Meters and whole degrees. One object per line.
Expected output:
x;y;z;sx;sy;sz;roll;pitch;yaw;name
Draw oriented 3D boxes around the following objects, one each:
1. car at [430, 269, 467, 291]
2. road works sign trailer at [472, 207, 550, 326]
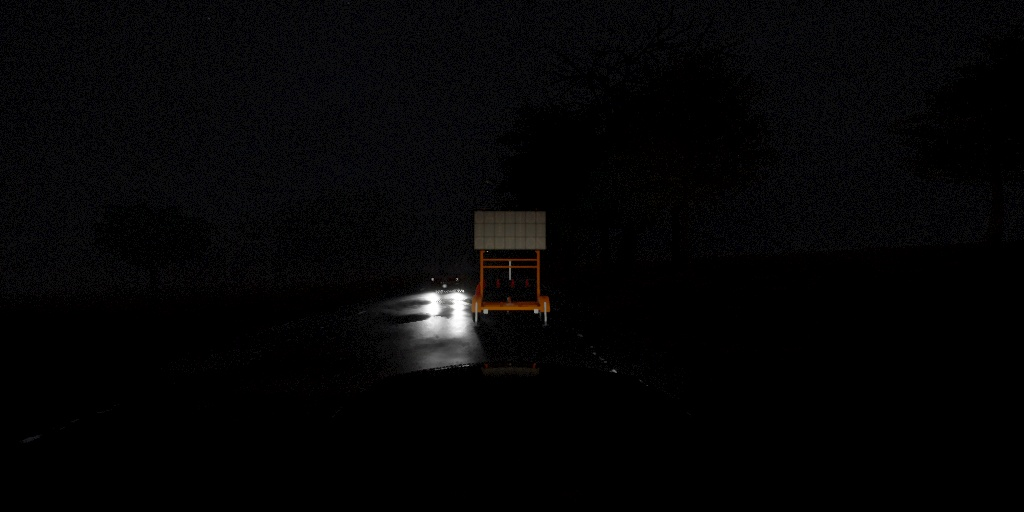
-4.004;1.481;23.107;1.895;1.301;4.718;0;-1;-2;car
-0.067;0.231;11.690;2.380;3.560;2.880;0;0;-2;road works sign trailer
